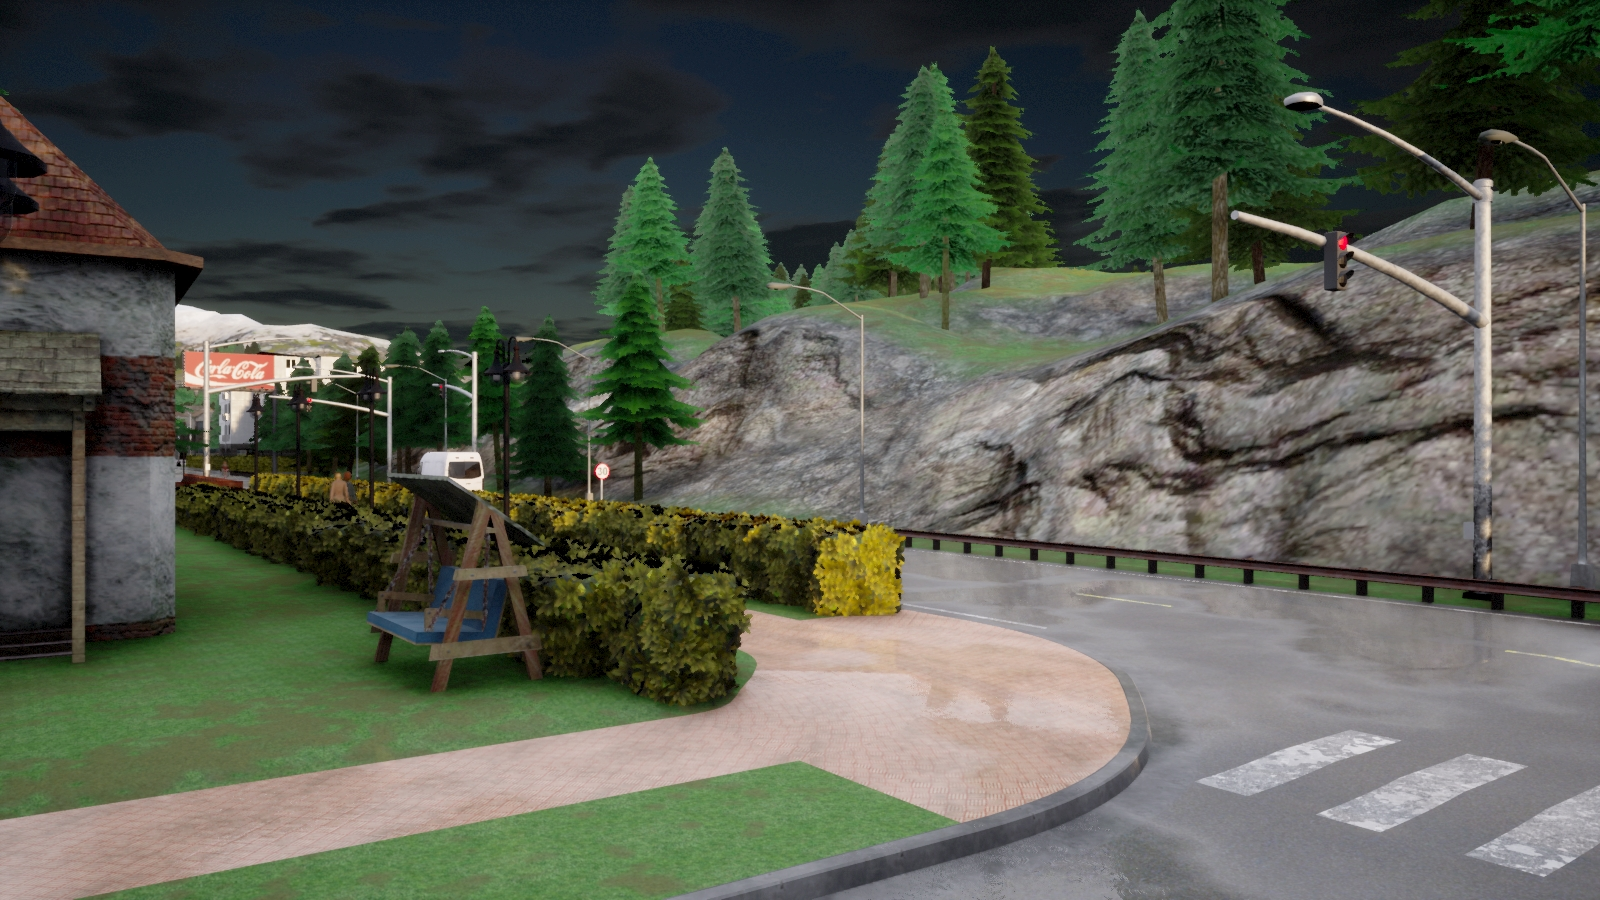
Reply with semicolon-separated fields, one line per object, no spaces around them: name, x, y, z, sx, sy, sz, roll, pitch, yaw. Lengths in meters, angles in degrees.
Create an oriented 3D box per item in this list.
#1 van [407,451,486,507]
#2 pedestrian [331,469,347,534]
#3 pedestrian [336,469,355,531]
van;-17.321;1.338;55.782;1.988;2.561;5.915;0;0;-35
pedestrian;-13.482;1.500;33.407;0.375;1.860;0.375;0;0;-32
pedestrian;-13.690;1.501;34.442;0.375;1.860;0.375;0;0;28
